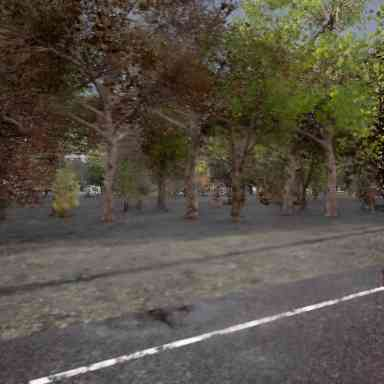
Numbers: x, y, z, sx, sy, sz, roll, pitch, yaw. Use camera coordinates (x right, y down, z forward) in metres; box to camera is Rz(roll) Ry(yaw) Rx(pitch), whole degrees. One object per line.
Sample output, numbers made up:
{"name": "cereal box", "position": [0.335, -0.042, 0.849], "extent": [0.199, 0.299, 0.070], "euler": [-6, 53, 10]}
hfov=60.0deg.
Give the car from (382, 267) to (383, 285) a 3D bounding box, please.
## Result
{"name": "car", "position": [5.974, 1.504, 7.205], "extent": [4.674, 1.442, 1.812], "euler": [0, 0, -33]}
